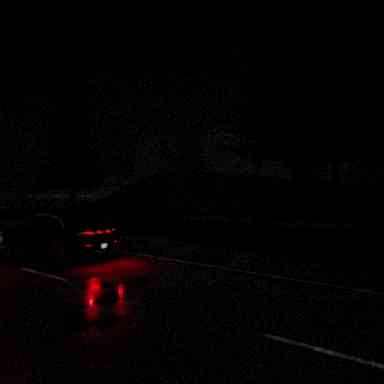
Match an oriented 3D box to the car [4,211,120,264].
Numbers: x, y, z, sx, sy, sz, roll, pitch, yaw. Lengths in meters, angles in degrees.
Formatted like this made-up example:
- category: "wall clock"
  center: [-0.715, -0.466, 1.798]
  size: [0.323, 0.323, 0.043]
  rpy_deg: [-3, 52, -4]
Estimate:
- category: "car"
  center: [-4.644, 1.400, 11.522]
  size: [4.902, 1.511, 2.128]
  rpy_deg: [1, 0, 36]
